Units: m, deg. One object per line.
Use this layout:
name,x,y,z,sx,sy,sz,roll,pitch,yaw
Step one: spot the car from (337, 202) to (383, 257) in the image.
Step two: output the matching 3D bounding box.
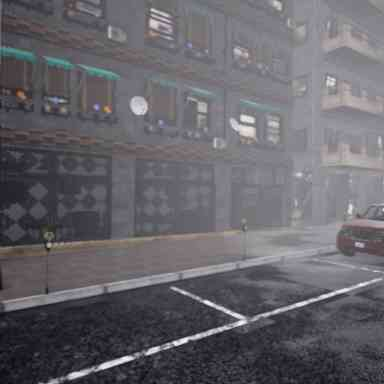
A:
car,7.204,1.299,11.672,5.009,1.841,2.192,0,1,-35
